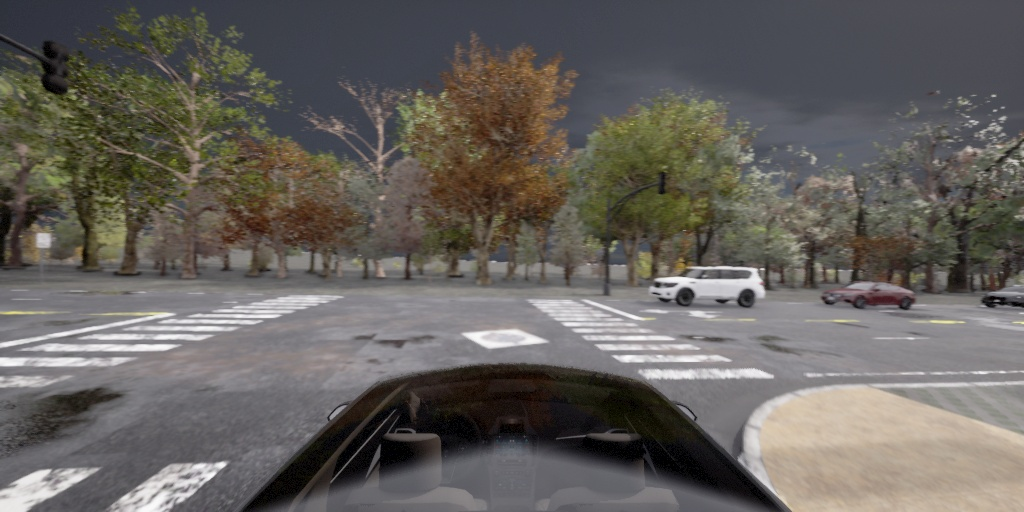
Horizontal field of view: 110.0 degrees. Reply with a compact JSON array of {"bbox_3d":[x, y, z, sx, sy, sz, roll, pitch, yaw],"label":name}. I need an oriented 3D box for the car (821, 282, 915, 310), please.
[{"bbox_3d":[20.052,2.165,20.210,4.674,1.442,1.812,2,-1,-7],"label":"car"}]

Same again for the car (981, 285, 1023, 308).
[{"bbox_3d":[31.252,2.497,21.634,4.892,1.490,1.837,2,-1,-7],"label":"car"}]

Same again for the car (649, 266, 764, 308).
[{"bbox_3d":[10.225,1.550,18.927,5.566,2.045,2.150,2,-1,-5],"label":"car"}]
